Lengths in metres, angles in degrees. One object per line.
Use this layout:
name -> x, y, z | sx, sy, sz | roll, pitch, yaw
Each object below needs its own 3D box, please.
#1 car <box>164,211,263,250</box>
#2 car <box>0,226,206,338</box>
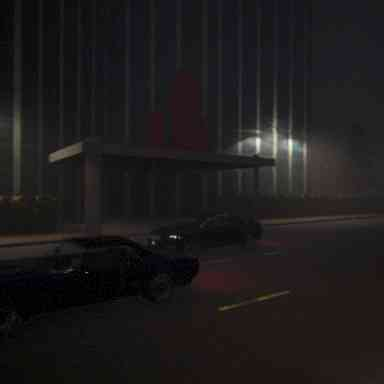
car -> 0.654, 1.528, 13.029 | 4.902, 1.511, 2.128 | 0, 0, -35
car -> -2.236, 1.610, 6.662 | 4.718, 1.301, 1.895 | 0, 0, -35
